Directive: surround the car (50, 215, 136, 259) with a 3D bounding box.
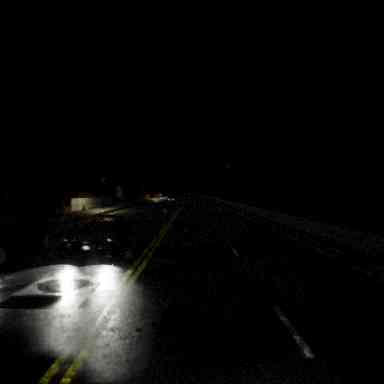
[{"bbox_3d":[-3.347,1.560,12.446,1.994,1.385,4.181,0,0,0],"label":"car"}]

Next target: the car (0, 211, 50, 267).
[{"bbox_3d":[-6.597,1.474,11.525,1.882,1.535,5.008,0,0,0],"label":"car"}]
